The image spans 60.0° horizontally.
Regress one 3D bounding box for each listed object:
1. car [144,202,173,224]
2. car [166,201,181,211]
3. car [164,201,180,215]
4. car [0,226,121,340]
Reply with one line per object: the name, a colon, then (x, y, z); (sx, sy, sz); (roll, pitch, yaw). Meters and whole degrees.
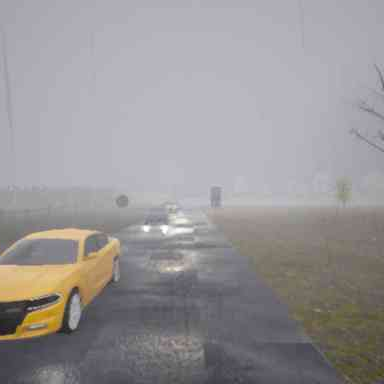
car: (-2.872, 1.876, 28.210); (1.837, 1.490, 4.892); (0, 0, 0)
car: (-2.873, 2.177, 52.582); (2.128, 1.511, 4.902); (0, 0, 0)
car: (-2.875, 1.903, 41.914); (2.097, 1.767, 4.553); (0, -1, 0)
car: (-2.855, 1.574, 7.105); (1.882, 1.535, 5.008); (0, -1, 0)
